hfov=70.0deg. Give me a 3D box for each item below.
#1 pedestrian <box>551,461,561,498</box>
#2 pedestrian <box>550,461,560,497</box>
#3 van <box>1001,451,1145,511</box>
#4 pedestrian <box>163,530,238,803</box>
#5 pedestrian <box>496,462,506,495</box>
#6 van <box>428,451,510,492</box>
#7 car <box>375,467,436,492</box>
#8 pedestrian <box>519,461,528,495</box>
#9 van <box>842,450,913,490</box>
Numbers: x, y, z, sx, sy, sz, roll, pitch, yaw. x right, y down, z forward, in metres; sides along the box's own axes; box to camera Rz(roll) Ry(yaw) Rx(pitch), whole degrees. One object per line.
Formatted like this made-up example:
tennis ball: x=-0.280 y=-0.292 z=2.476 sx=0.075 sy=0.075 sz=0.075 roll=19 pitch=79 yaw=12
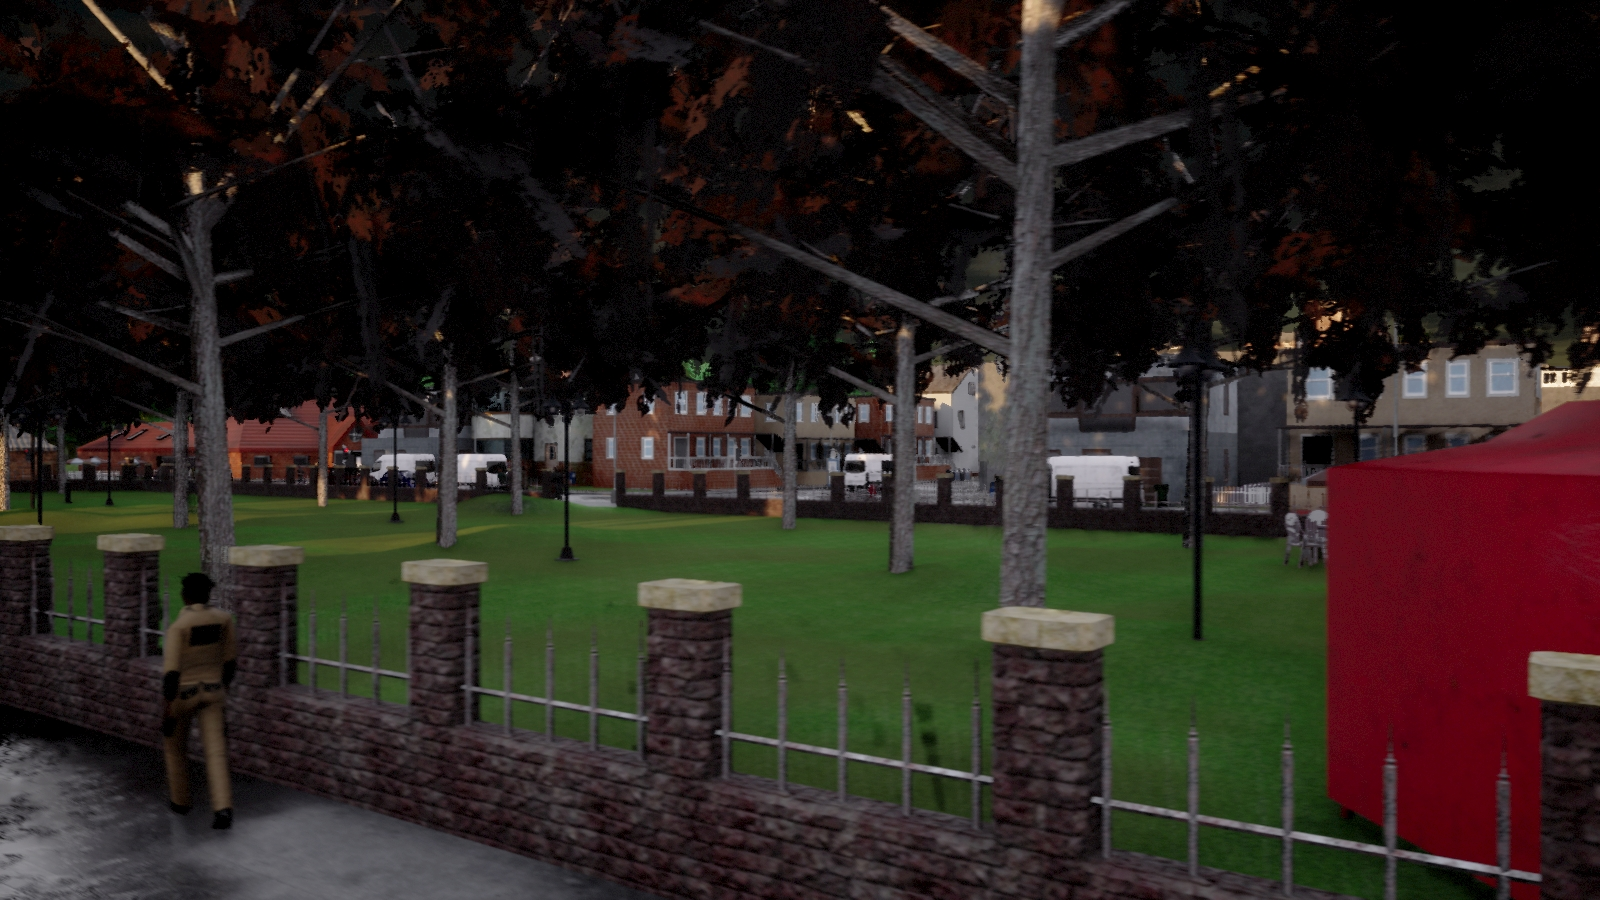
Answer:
pedestrian: x=-12.613 y=1.525 z=59.107 sx=0.375 sy=1.860 sz=0.375 roll=0 pitch=0 yaw=45
pedestrian: x=-12.968 y=1.525 z=60.464 sx=0.375 sy=1.860 sz=0.375 roll=0 pitch=0 yaw=-39
van: x=12.125 y=1.314 z=51.017 sx=5.915 sy=2.561 sz=1.988 roll=0 pitch=0 yaw=35
pedestrian: x=-4.305 y=1.525 z=8.204 sx=0.375 sy=1.860 sz=0.375 roll=0 pitch=0 yaw=43
pedestrian: x=-17.167 y=1.629 z=65.598 sx=0.375 sy=1.860 sz=0.375 roll=0 pitch=0 yaw=35
van: x=-21.442 y=1.315 z=73.856 sx=5.915 sy=2.561 sz=1.988 roll=0 pitch=0 yaw=38
car: x=-24.825 y=1.818 z=71.841 sx=3.633 sy=1.501 sz=1.845 roll=0 pitch=0 yaw=36
pedestrian: x=-15.059 y=1.525 z=62.169 sx=0.375 sy=1.860 sz=0.375 roll=0 pitch=0 yaw=-34
van: x=5.306 y=1.314 z=77.684 sx=1.988 sy=2.561 sz=5.915 roll=0 pitch=0 yaw=36
